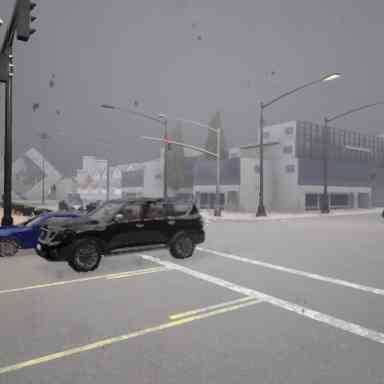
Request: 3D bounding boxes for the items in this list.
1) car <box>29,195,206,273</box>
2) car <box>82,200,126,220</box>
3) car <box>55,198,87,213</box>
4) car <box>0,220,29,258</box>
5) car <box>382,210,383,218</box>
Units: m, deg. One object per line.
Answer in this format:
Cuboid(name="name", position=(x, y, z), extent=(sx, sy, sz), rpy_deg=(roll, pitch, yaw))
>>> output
Cuboid(name="car", position=(-2.106, 1.225, 11.091), extent=(5.566, 2.045, 2.150), rpy_deg=(0, 0, -36))
Cuboid(name="car", position=(-7.749, 1.501, 28.899), extent=(2.128, 1.511, 4.902), rpy_deg=(1, 0, -35))
Cuboid(name="car", position=(-13.651, 1.499, 37.373), extent=(2.128, 1.511, 4.902), rpy_deg=(1, 0, -35))
Cuboid(name="car", position=(-5.528, 1.522, 12.948), extent=(4.674, 1.442, 1.812), rpy_deg=(0, 0, -36))
Cuboid(name="car", position=(19.343, 1.751, 30.724), extent=(4.181, 1.385, 1.994), rpy_deg=(0, 0, -36))
